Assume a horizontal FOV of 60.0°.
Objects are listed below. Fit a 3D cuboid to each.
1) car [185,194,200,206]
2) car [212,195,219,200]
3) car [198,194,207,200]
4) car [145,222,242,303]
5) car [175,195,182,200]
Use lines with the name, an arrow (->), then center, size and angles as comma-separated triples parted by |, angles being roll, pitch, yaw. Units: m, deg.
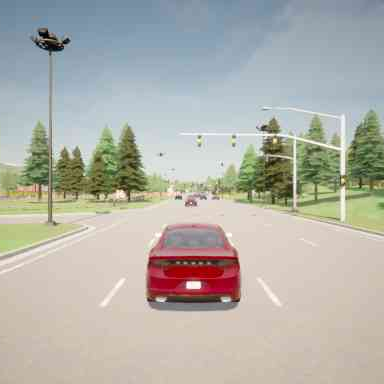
car -> -0.150, 1.525, 52.897 | 1.812, 1.442, 4.674 | 0, 0, 0
car -> 6.731, 1.525, 94.363 | 2.128, 1.511, 4.902 | 0, 0, 0
car -> 3.231, 1.524, 94.353 | 1.812, 1.442, 4.674 | 0, 0, 0
car -> 0.040, 1.478, 8.294 | 1.882, 1.535, 5.008 | 0, 0, 0
car -> -3.769, 1.478, 94.333 | 1.882, 1.535, 5.008 | 0, 0, 0
